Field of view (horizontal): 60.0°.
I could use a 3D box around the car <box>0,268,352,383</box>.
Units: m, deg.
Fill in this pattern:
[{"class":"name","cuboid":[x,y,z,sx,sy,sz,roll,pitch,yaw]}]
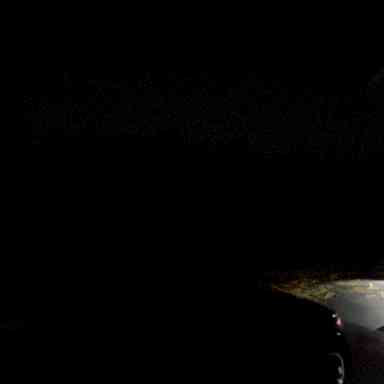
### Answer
[{"class":"car","cuboid":[-0.269,1.573,3.313,4.181,1.385,1.994,0,0,-36]}]
